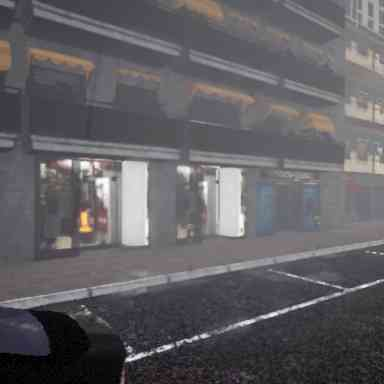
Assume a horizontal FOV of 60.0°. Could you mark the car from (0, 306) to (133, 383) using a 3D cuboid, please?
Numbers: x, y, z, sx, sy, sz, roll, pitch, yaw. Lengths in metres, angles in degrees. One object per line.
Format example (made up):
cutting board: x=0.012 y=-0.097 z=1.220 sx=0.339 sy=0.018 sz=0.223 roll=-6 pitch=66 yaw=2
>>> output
car: x=-2.629 y=1.487 z=1.496 sx=4.902 sy=1.511 sz=2.128 roll=0 pitch=0 yaw=-35
